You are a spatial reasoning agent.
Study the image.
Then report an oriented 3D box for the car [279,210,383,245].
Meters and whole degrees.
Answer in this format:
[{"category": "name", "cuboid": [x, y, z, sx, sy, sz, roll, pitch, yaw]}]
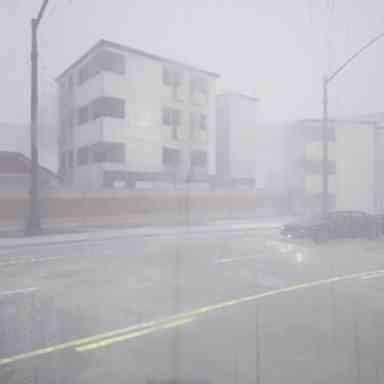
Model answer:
[{"category": "car", "cuboid": [6.833, 1.556, 15.522, 5.357, 1.411, 2.033, 0, 0, -18]}]
